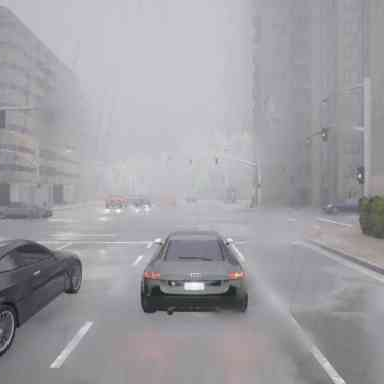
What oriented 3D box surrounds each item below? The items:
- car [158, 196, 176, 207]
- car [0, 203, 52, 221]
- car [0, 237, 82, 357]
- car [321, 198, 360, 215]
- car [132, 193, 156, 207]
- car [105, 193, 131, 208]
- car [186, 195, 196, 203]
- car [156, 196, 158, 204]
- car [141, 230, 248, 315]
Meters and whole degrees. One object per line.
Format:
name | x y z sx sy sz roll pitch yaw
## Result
car | -3.605 1.352 52.138 2.097 1.767 4.553 0 0 1
car | -13.496 1.564 26.697 4.181 1.385 1.994 0 0 0
car | -3.460 1.526 5.836 1.812 1.442 4.674 0 0 0
car | 15.514 1.352 33.678 4.553 1.767 2.097 0 0 1
car | -7.204 1.221 50.626 2.150 2.045 5.566 0 0 0
car | -10.699 1.221 47.494 2.150 2.045 5.566 0 0 0
car | -0.152 1.355 72.555 2.097 1.767 4.553 0 0 0
car | -7.195 1.491 60.650 2.128 1.511 4.902 0 0 0
car | 0.049 1.564 7.638 1.994 1.385 4.181 0 0 0
